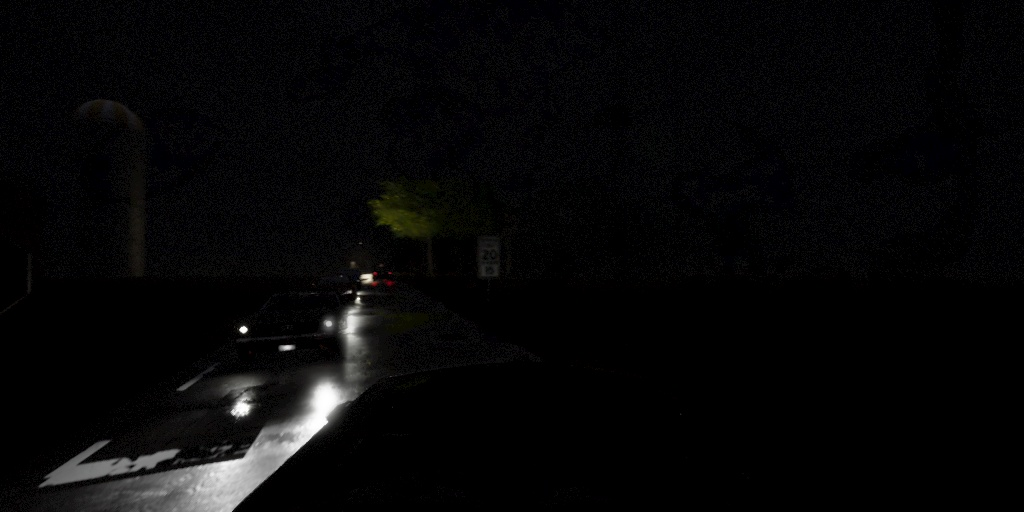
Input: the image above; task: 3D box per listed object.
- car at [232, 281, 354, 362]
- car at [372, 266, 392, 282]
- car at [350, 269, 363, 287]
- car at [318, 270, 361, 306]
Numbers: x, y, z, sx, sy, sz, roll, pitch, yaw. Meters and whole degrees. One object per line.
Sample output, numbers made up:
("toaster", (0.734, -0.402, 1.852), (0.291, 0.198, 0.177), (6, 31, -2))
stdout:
("car", (-5.190, 1.507, 9.021), (1.895, 1.301, 4.718), (0, -1, -22))
("car", (-15.115, 1.996, 41.768), (2.097, 1.767, 4.553), (0, -1, -21))
("car", (-12.683, 1.789, 27.772), (1.882, 1.535, 5.008), (0, -1, -22))
("car", (-8.575, 1.599, 17.483), (1.812, 1.442, 4.674), (0, -1, -21))
